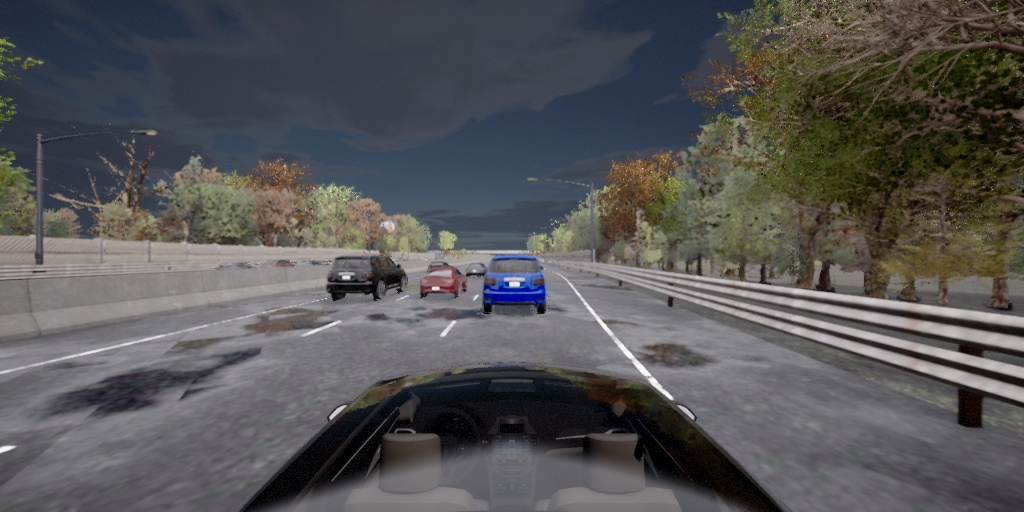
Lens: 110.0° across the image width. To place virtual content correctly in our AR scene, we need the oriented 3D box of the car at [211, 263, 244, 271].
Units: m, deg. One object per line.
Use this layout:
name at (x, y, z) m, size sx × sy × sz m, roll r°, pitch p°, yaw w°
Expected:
car at (-27.942, 1.349, 36.059) m, size 1.994 × 1.385 × 4.181 m, roll 0°, pitch 0°, yaw -1°

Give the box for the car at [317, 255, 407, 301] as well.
car at (-6.907, 0.986, 17.644) m, size 2.150 × 2.045 × 5.566 m, roll 0°, pitch 0°, yaw 0°

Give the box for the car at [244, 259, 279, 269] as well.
car at (-24.604, 1.139, 36.953) m, size 2.097 × 1.767 × 4.553 m, roll 0°, pitch 0°, yaw 0°

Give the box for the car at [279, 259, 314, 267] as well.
car at (-21.106, 1.265, 36.770) m, size 1.882 × 1.535 × 5.008 m, roll 0°, pitch 0°, yaw 0°

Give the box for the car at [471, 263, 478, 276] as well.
car at (-3.414, 1.350, 34.771) m, size 1.994 × 1.385 × 4.181 m, roll 0°, pitch 0°, yaw 0°

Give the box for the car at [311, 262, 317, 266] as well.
car at (-17.609, 1.387, 35.907) m, size 1.895 × 1.301 × 4.718 m, roll 0°, pitch 0°, yaw 0°

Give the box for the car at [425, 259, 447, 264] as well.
car at (-6.914, 1.290, 34.417) m, size 1.837 × 1.490 × 4.892 m, roll 0°, pitch 0°, yaw 0°

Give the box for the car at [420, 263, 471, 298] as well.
car at (-3.409, 1.290, 18.342) m, size 1.812 × 1.442 × 4.674 m, roll 0°, pitch 0°, yaw 0°

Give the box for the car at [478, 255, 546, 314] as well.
car at (0.085, 0.984, 14.041) m, size 2.150 × 2.045 × 5.566 m, roll 0°, pitch 0°, yaw 0°
